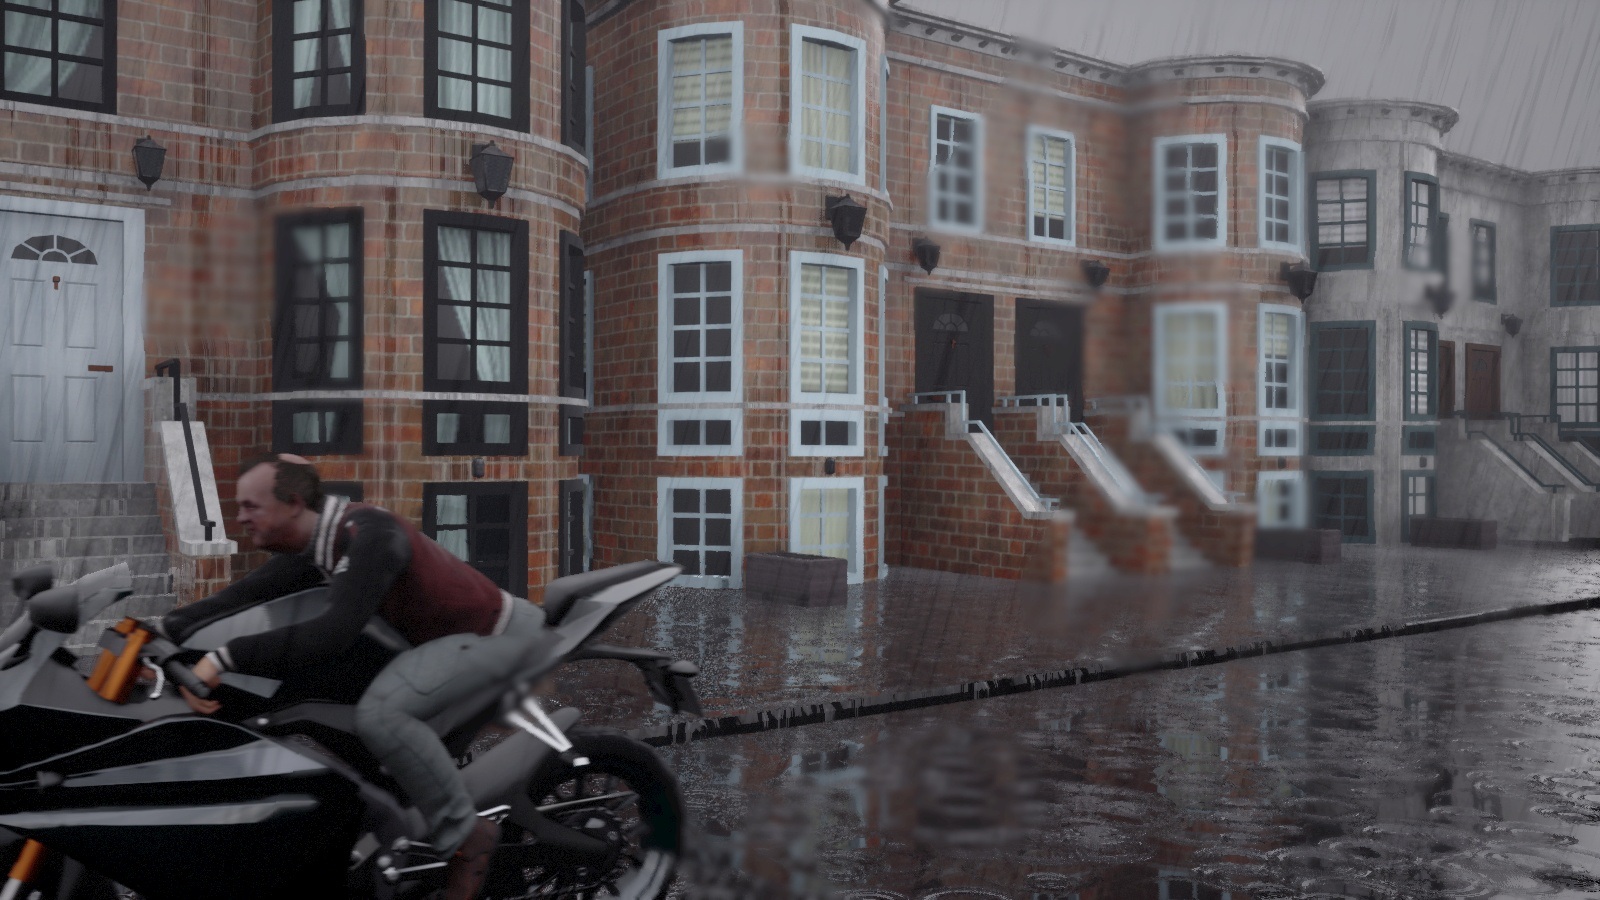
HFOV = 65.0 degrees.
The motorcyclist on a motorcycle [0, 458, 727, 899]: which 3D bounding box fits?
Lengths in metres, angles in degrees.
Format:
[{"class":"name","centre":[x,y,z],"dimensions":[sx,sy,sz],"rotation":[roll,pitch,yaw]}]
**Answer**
[{"class":"motorcyclist on a motorcycle","centre":[-1.357,0.791,3.324],"dimensions":[2.191,1.530,0.866],"rotation":[0,0,-35]}]
